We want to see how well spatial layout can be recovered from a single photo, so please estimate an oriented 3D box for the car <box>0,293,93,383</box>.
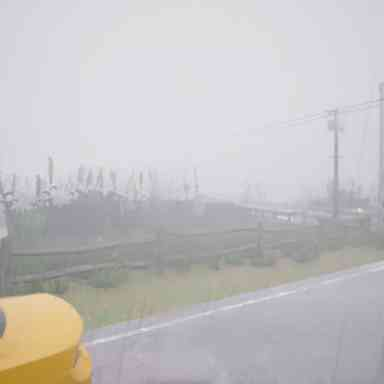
[{"bbox_3d":[-3.156,1.475,1.915,5.008,1.535,1.882,0,0,-38],"label":"car"}]
